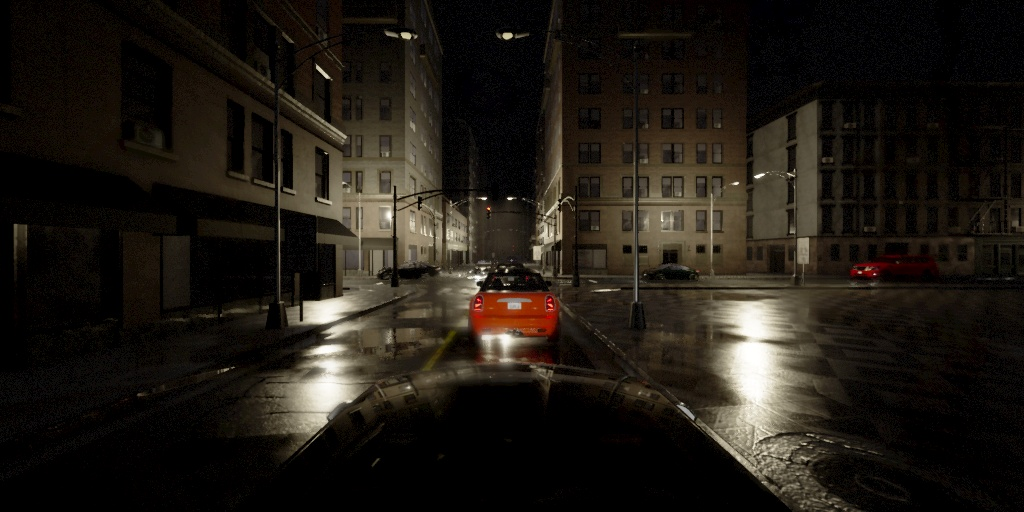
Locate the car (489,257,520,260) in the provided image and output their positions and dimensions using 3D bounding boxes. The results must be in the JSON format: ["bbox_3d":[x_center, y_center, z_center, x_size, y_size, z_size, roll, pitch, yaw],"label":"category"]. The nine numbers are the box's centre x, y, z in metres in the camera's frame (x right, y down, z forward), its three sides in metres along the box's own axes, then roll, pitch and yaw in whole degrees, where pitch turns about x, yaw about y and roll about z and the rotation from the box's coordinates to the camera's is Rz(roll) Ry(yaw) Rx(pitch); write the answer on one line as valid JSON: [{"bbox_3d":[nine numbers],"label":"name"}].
[{"bbox_3d":[-0.161,1.101,18.824,2.097,1.767,4.553,0,0,-3],"label":"car"}]

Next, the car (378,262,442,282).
[{"bbox_3d":[-8.054,1.237,28.376,4.902,1.511,2.128,0,0,-1],"label":"car"}]

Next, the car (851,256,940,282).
[{"bbox_3d":[30.612,0.978,28.715,5.566,2.045,2.150,0,0,0],"label":"car"}]

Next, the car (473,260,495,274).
[{"bbox_3d":[-3.174,1.239,41.222,2.128,1.511,4.902,0,0,0],"label":"car"}]

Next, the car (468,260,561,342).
[{"bbox_3d":[0.058,1.102,9.904,2.097,1.767,4.553,0,0,0],"label":"car"}]

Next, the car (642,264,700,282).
[{"bbox_3d":[12.582,1.316,28.563,4.181,1.385,1.994,0,0,-1],"label":"car"}]
